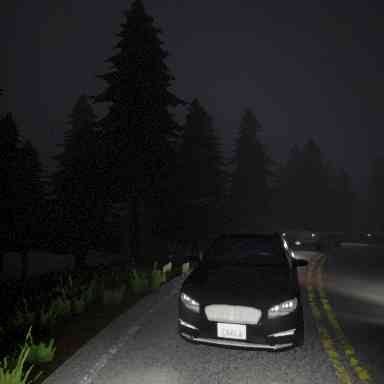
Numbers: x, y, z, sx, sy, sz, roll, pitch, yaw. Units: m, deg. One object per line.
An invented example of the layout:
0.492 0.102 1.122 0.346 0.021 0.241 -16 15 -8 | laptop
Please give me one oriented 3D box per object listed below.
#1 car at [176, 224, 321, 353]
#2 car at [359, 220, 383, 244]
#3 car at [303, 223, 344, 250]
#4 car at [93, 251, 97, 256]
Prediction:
1.131 1.561 6.596 2.128 1.511 4.902 -1 -2 15 | car
15.816 3.223 26.451 5.566 2.045 2.150 8 -8 -28 | car
6.482 2.307 17.675 1.895 1.301 4.718 -3 -6 39 | car
-20.286 13.650 72.958 4.181 1.381 1.994 -2 -5 31 | car
